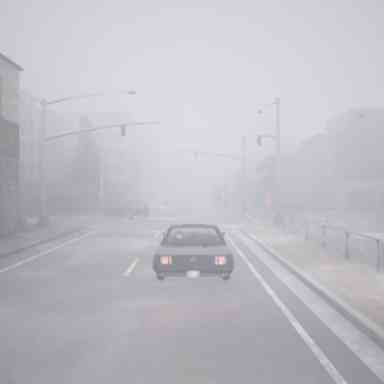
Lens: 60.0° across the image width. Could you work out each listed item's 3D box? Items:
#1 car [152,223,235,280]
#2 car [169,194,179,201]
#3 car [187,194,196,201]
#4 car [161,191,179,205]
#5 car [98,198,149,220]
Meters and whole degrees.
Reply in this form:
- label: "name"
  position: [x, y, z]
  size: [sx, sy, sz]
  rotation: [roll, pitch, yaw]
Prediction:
- label: "car"
  position: [0.044, 1.546, 9.679]
  size: [1.895, 1.301, 4.718]
  rotation: [0, 0, 0]
- label: "car"
  position: [-3.634, 1.131, 68.936]
  size: [1.812, 1.442, 4.674]
  rotation: [0, 0, 0]
- label: "car"
  position: [-0.131, 1.100, 67.961]
  size: [2.128, 1.511, 4.902]
  rotation: [0, 0, 0]
- label: "car"
  position: [-3.668, 0.925, 53.024]
  size: [2.150, 2.045, 5.566]
  rotation: [0, 0, 0]
- label: "car"
  position: [-5.761, 1.289, 27.705]
  size: [4.553, 1.767, 2.097]
  rotation: [0, 0, 35]
